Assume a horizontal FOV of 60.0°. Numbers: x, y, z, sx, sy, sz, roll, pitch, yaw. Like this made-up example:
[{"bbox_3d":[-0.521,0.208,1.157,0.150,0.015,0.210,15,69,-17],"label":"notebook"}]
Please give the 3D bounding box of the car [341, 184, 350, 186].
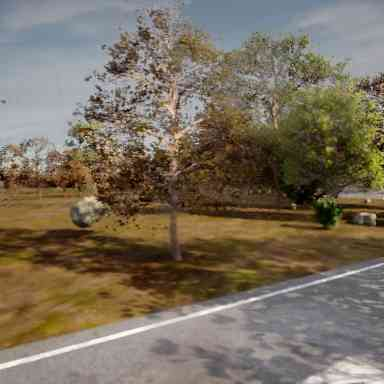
[{"bbox_3d":[35.712,-1.758,78.655,4.718,1.301,1.895,-7,4,-36],"label":"car"}]
